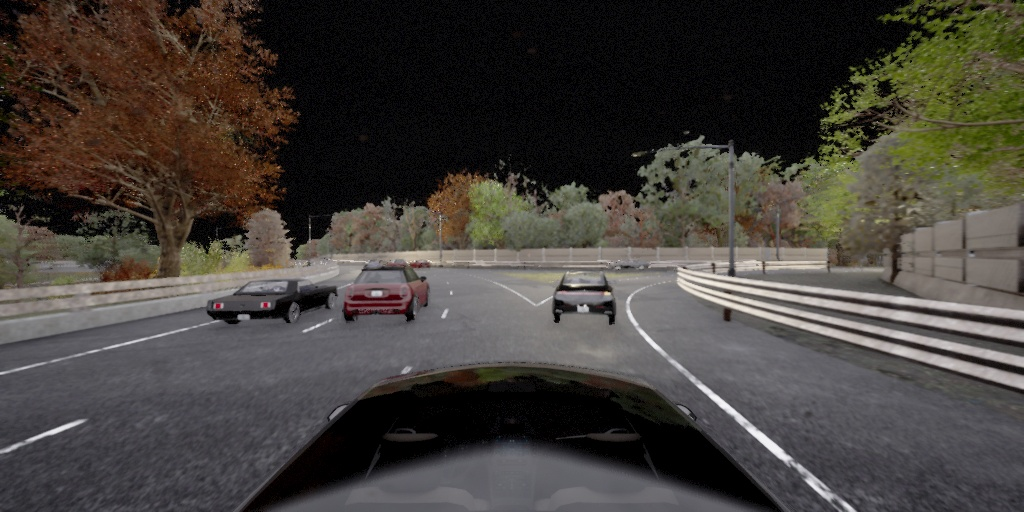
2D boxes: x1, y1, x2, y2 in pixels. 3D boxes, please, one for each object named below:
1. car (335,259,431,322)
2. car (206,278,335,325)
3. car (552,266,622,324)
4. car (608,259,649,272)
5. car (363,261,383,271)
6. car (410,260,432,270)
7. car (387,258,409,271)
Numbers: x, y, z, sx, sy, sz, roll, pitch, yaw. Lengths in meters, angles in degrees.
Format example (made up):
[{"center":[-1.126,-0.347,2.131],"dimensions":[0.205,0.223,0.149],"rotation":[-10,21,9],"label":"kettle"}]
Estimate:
[{"center":[-4.198,1.132,12.703],"dimensions":[2.097,1.767,4.553],"rotation":[0,0,-6],"label":"car"},{"center":[-7.589,1.394,12.052],"dimensions":[1.895,1.301,4.718],"rotation":[0,0,-6],"label":"car"},{"center":[2.474,1.244,12.133],"dimensions":[2.128,1.511,4.902],"rotation":[0,0,13],"label":"car"},{"center":[14.557,1.073,44.900],"dimensions":[4.902,1.511,2.128],"rotation":[0,0,5],"label":"car"},{"center":[-20.463,1.458,52.843],"dimensions":[1.994,1.385,4.181],"rotation":[0,0,-32],"label":"car"},{"center":[-14.355,1.351,56.263],"dimensions":[1.882,1.535,5.008],"rotation":[0,0,-32],"label":"car"},{"center":[-17.394,1.236,54.527],"dimensions":[2.097,1.767,4.553],"rotation":[0,0,-32],"label":"car"}]
